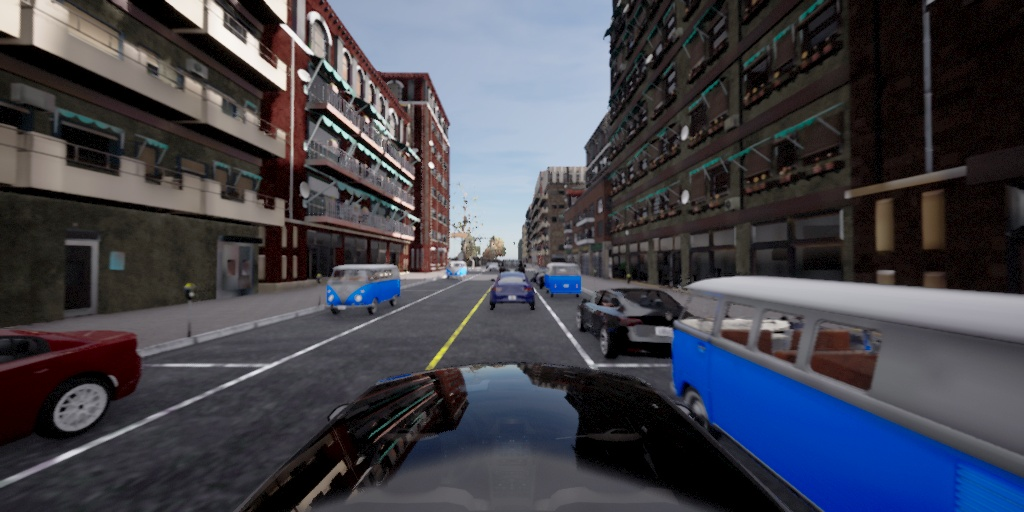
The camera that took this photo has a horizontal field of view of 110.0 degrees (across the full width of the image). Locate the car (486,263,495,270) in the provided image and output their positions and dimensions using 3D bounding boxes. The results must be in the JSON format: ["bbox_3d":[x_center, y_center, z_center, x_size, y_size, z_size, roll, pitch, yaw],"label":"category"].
[{"bbox_3d":[-3.012,1.931,61.015,1.812,1.442,4.674,0,-1,1],"label":"car"}]

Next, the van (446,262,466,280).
[{"bbox_3d":[-5.683,1.467,36.717,1.690,1.789,3.998,0,0,0],"label":"van"}]

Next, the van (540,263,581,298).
[{"bbox_3d":[2.695,1.281,19.732,1.690,1.789,3.998,0,0,0],"label":"van"}]

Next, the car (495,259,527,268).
[{"bbox_3d":[0.017,1.271,29.449,2.150,2.045,5.566,0,0,0],"label":"car"}]

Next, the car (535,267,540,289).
[{"bbox_3d":[2.696,1.567,25.394,1.948,1.339,4.313,0,0,0],"label":"car"}]

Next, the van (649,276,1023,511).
[{"bbox_3d":[2.692,1.102,2.748,1.690,1.789,3.998,0,0,0],"label":"van"}]

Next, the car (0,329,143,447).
[{"bbox_3d":[-5.689,1.306,2.749,1.888,1.381,4.507,0,0,0],"label":"car"}]

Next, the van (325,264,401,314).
[{"bbox_3d":[-5.687,1.220,14.072,1.690,1.789,3.998,0,0,0],"label":"van"}]

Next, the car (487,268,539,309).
[{"bbox_3d":[0.027,1.423,15.758,1.812,1.442,4.674,0,0,0],"label":"car"}]

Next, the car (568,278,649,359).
[{"bbox_3d":[2.693,1.385,8.408,1.948,1.339,4.313,0,0,0],"label":"car"}]
